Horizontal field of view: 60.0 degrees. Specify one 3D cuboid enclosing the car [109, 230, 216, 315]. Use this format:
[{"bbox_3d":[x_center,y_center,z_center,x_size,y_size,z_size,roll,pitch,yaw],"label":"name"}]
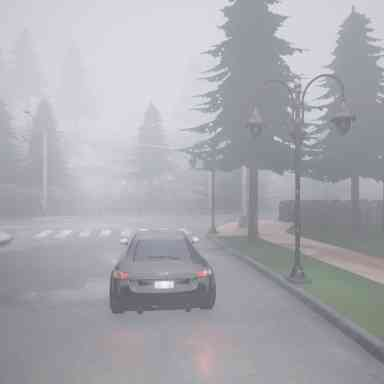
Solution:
[{"bbox_3d":[-0.725,1.564,7.709,1.994,1.385,4.181,0,0,-7],"label":"car"}]
